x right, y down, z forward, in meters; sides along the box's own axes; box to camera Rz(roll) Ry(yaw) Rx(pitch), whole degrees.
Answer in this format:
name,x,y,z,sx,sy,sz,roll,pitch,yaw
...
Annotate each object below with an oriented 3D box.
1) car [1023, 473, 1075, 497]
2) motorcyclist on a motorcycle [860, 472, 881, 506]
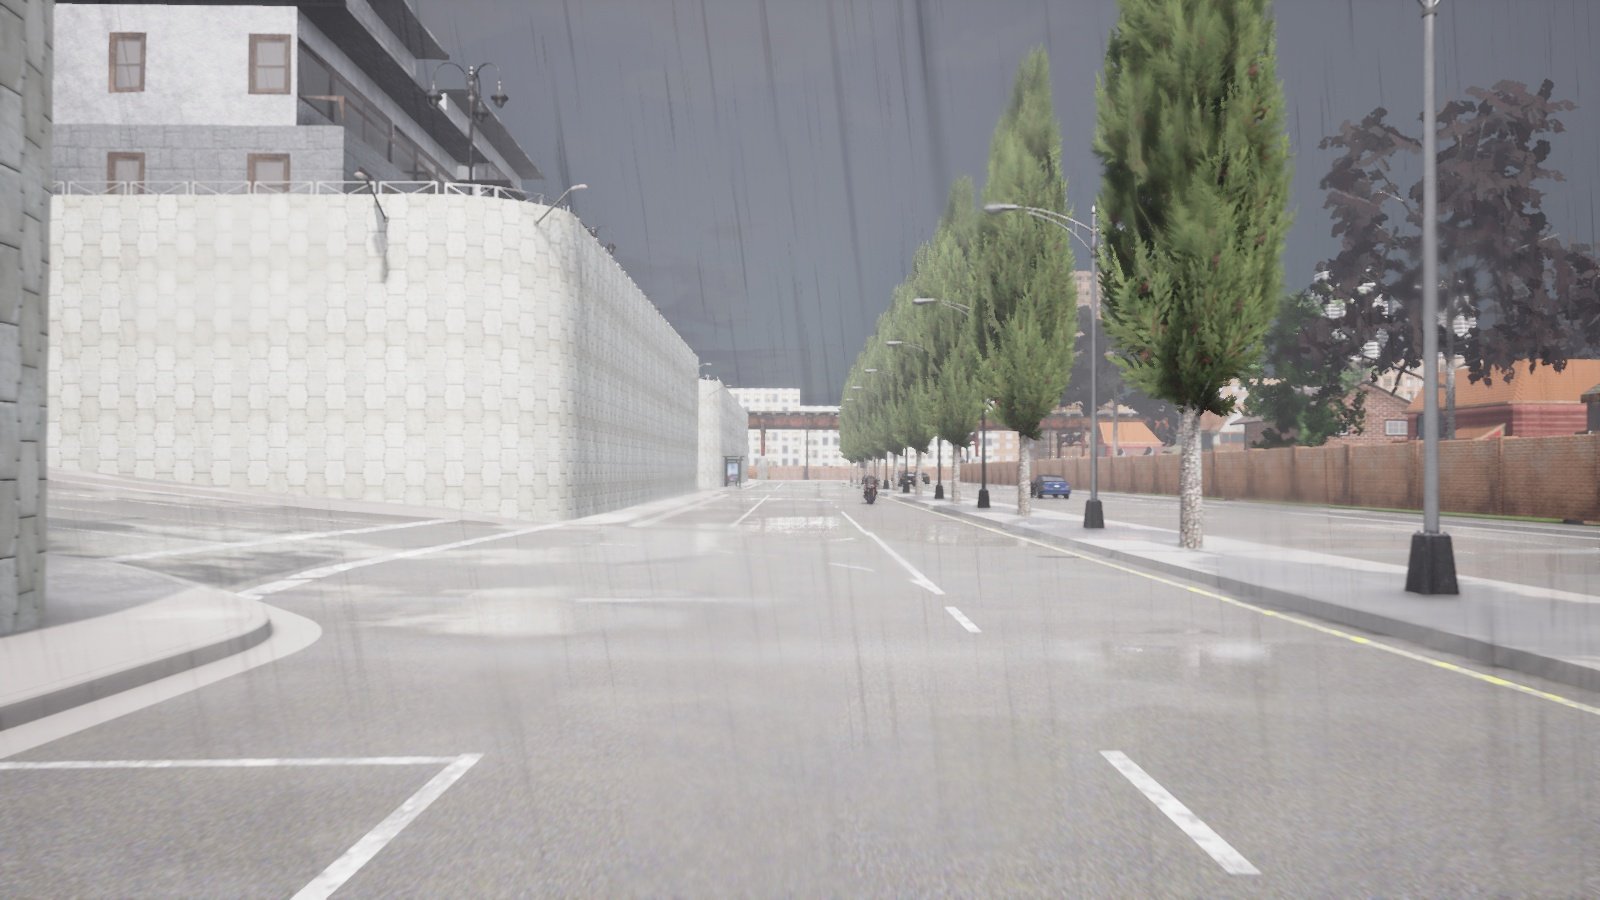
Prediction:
name,x,y,z,sx,sy,sz,roll,pitch,yaw
car,14.796,2.058,74.982,2.033,1.411,5.357,0,-1,0
motorcyclist on a motorcycle,3.338,1.829,59.312,0.866,1.530,2.191,0,-1,0
